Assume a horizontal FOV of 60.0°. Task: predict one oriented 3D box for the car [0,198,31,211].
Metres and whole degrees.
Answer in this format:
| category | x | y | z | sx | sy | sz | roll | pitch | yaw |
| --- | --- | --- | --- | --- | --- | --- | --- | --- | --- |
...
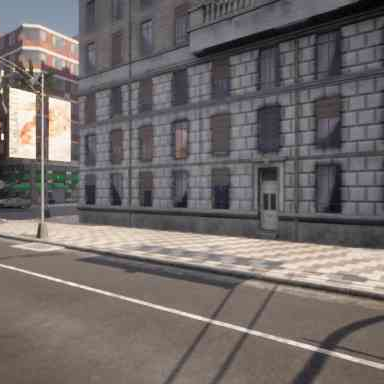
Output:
| category | x | y | z | sx | sy | sz | roll | pitch | yaw |
| --- | --- | --- | --- | --- | --- | --- | --- | --- | --- |
| car | -21.743 | 1.489 | 39.485 | 2.128 | 1.511 | 4.902 | 0 | 0 | 36 |
